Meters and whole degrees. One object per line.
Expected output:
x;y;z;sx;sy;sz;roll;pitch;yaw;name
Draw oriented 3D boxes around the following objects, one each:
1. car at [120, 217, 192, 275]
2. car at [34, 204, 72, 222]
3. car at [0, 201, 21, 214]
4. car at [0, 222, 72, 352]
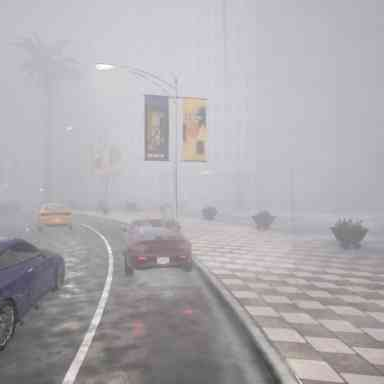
-1.227;1.524;10.446;1.812;1.442;4.674;0;0;-13;car
-8.837;1.469;21.047;1.882;1.535;5.008;0;0;-28;car
-19.493;1.582;34.109;4.718;1.301;1.895;0;0;39;car
-3.685;1.523;5.901;1.812;1.442;4.674;0;0;-7;car
